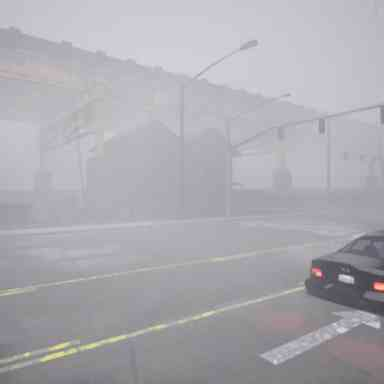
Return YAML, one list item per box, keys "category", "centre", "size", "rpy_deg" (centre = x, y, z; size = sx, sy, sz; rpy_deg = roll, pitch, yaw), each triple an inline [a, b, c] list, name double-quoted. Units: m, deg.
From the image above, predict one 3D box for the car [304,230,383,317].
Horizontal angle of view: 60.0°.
- category: "car"
  centre: [4.691, 1.526, 7.132]
  size: [5.357, 1.411, 2.033]
  rpy_deg: [0, 0, -35]
